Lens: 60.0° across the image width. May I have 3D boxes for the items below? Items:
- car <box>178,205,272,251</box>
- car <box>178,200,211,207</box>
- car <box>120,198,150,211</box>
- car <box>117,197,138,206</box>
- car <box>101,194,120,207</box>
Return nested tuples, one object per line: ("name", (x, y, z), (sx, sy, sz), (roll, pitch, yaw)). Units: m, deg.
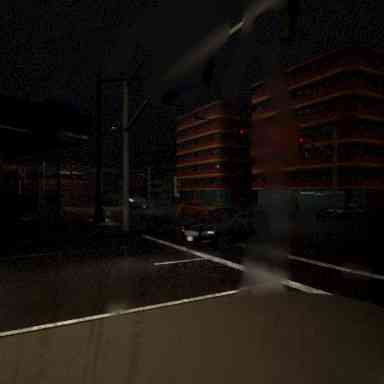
("car", (1.604, 1.491, 14.321), (2.128, 1.511, 4.902), (1, 1, 43))
("car", (0.608, 1.478, 28.451), (1.882, 1.535, 5.008), (0, 0, -30))
("car", (-6.794, 1.492, 41.027), (2.128, 1.511, 4.902), (0, 0, -30))
("car", (-10.785, 1.601, 55.092), (1.895, 1.301, 4.718), (0, 0, -30))
("car", (-12.594, 1.506, 50.925), (1.837, 1.490, 4.892), (0, 0, -30))
